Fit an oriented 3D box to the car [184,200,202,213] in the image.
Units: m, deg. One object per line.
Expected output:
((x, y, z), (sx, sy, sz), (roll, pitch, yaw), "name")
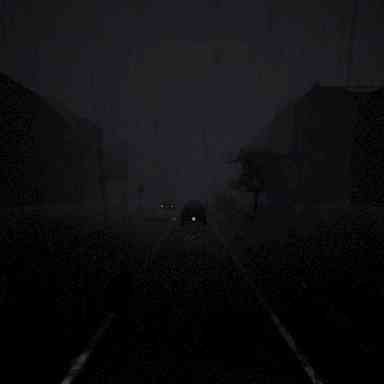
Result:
((0.123, 1.724, 41.729), (2.033, 1.411, 5.357), (0, 0, 0), "car")

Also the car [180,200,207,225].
((0.116, 1.636, 25.573), (1.837, 1.490, 4.892), (0, -1, 0), "car")

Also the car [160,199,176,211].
((-3.060, 1.686, 43.257), (1.837, 1.490, 4.892), (0, 0, 0), "car")
